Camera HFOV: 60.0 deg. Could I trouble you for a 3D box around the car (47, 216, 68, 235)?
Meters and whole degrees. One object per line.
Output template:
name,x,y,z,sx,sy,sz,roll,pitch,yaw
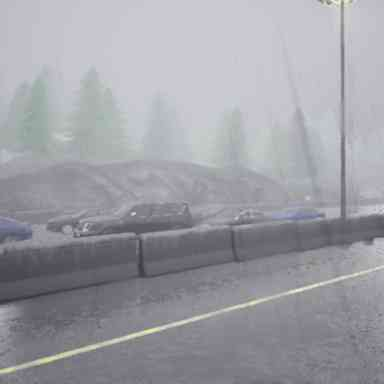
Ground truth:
car,-6.456,1.773,20.988,5.008,1.535,1.882,0,-1,-36

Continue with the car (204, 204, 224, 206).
car,2.555,1.858,27.542,5.357,1.411,2.033,0,-1,-36

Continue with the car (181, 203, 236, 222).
car,1.560,1.844,31.143,4.902,1.511,2.128,0,-1,-36

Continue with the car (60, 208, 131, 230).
car,-7.125,1.945,24.832,4.718,1.301,1.895,0,-1,-36

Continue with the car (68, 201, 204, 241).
car,-2.422,1.430,15.260,5.566,2.045,2.150,0,-1,-36

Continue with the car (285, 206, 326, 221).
car,6.822,1.702,21.993,5.008,1.535,1.882,0,-1,-36

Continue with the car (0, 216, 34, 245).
car,-9.465,1.748,14.443,4.674,1.442,1.812,1,-1,-36

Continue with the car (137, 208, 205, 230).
car,-1.491,1.908,24.508,4.718,1.301,1.895,0,-1,-36

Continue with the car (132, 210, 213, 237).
car,-1.147,1.864,20.529,4.718,1.301,1.895,0,-1,-36

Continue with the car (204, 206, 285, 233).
car,2.670,1.713,18.881,4.902,1.511,2.128,0,-1,-36
